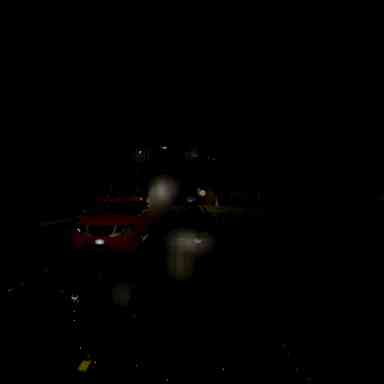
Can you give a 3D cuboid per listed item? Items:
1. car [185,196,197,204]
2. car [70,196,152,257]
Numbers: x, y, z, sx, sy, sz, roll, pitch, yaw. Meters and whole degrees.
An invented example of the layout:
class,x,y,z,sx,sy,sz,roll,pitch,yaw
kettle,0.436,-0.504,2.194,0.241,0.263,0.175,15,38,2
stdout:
class,x,y,z,sx,sy,sz,roll,pitch,yaw
car,-0.177,1.437,58.643,1.994,1.385,4.181,0,0,0
car,-2.881,1.199,13.132,2.150,2.045,5.566,0,0,0
